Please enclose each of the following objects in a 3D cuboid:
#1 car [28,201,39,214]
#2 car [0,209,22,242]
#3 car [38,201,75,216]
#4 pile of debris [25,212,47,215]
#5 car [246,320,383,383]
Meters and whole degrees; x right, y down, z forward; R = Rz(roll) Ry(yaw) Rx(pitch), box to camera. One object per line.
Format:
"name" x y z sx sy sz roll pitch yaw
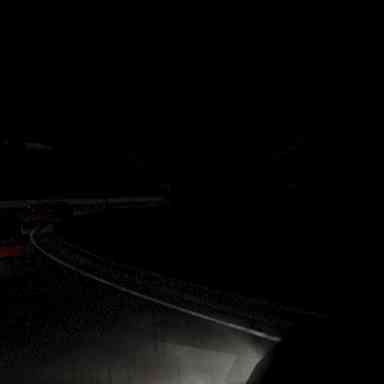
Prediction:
"car" -17.404 1.815 39.001 1.812 1.442 4.674 1 -1 4
"car" -9.687 1.611 16.718 1.882 1.535 5.008 0 0 -28
"car" -14.162 1.746 35.594 1.882 1.535 5.008 0 0 -1
"pile of debris" -17.876 2.469 38.183 1.500 0.140 1.860 0 0 4
"car" 2.952 1.554 1.868 5.357 1.411 2.033 0 0 36
